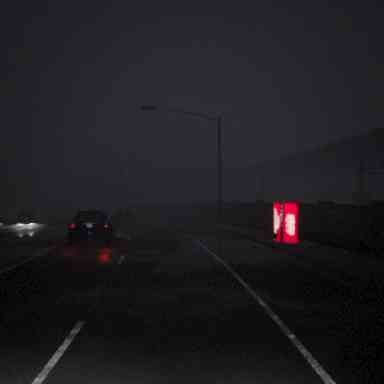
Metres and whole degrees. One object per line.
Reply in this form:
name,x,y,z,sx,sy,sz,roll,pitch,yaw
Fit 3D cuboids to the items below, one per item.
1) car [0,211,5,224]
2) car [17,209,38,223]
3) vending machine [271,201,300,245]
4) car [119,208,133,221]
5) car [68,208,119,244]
car,-22.322,2.815,37.602,2.033,1.411,5.357,0,-2,-24
car,-18.783,2.737,38.000,2.128,1.511,4.902,0,-2,-24
vending machine,4.588,1.488,16.292,1.100,2.100,0.880,1,-1,-9
car,-8.694,2.770,41.496,2.128,1.511,4.902,0,-2,-22
car,-5.332,1.742,18.205,2.097,1.767,4.553,0,-2,-10
